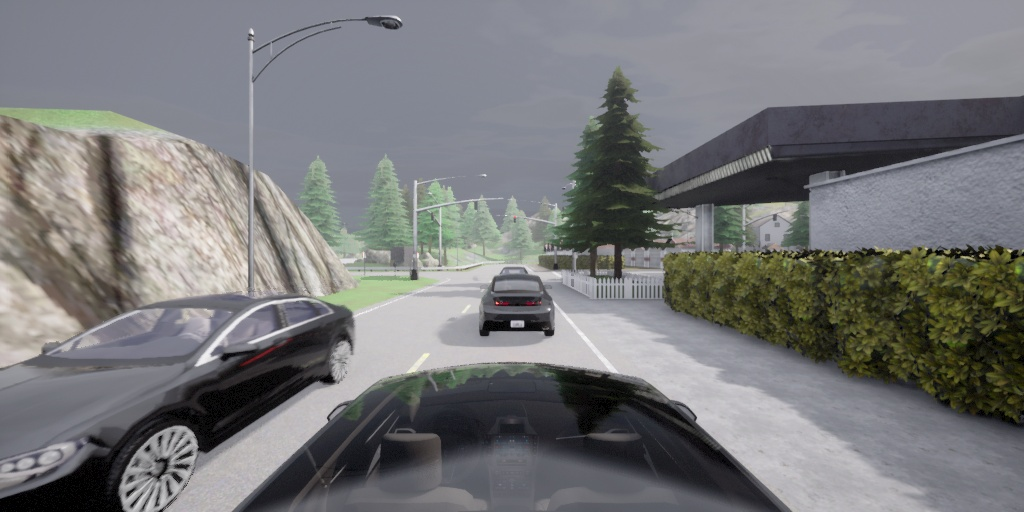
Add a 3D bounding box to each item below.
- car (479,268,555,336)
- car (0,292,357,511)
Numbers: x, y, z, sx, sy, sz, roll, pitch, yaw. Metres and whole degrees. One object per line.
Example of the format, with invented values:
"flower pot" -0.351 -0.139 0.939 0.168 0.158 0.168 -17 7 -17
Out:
"car" 0.123 1.254 10.334 1.837 1.490 4.892 0 0 0
"car" -3.591 1.241 4.247 2.128 1.511 4.902 0 0 0
